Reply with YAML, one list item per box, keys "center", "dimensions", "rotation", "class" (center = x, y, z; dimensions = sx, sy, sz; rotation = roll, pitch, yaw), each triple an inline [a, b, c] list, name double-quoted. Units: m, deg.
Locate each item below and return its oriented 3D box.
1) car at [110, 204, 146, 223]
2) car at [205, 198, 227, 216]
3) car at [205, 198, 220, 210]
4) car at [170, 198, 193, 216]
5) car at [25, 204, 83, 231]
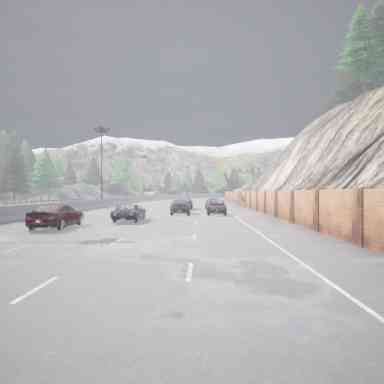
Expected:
- center: [-4.801, 1.601, 25.696]
  dimensions: [1.895, 1.301, 4.718]
  rotation: [0, 0, 1]
  class: "car"
- center: [2.381, 1.491, 32.811]
  dimensions: [2.128, 1.511, 4.902]
  rotation: [0, 0, 1]
  class: "car"
- center: [2.642, 1.525, 43.256]
  dimensions: [1.812, 1.442, 4.674]
  rotation: [0, 0, 1]
  class: "car"
- center: [-1.115, 1.505, 33.045]
  dimensions: [1.837, 1.490, 4.892]
  rotation: [0, 0, 1]
  class: "car"
- center: [-8.427, 1.477, 20.816]
  dimensions: [1.882, 1.535, 5.008]
  rotation: [0, 0, 1]
  class: "car"
